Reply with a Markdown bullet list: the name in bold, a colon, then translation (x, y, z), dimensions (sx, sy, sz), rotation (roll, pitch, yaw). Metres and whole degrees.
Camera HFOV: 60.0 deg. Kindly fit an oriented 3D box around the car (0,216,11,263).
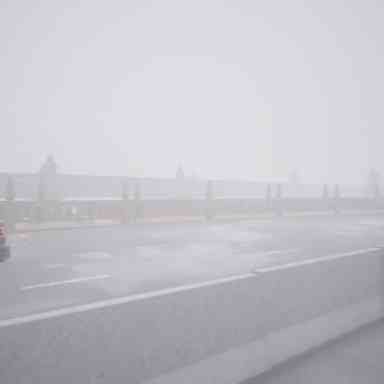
- **car**: translation (-7.196, 1.170, 7.404), dimensions (5.566, 2.045, 2.150), rotation (0, 0, -35)
